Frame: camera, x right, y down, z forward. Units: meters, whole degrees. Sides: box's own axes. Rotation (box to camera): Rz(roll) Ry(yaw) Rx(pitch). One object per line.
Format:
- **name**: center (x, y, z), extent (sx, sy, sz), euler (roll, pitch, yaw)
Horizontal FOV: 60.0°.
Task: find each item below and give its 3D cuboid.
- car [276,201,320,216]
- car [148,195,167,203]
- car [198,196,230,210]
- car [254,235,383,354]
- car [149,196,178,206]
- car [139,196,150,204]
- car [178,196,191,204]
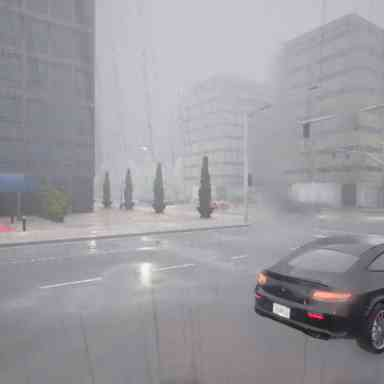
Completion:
- **car**: center (10.267, 1.563, 32.415), extent (1.994, 1.385, 4.181), euler (0, 0, -38)
- **car**: center (-7.333, 1.503, 69.704), extent (1.837, 1.490, 4.892), euler (0, 0, -35)
- **car**: center (2.777, 1.353, 42.815), extent (2.097, 1.767, 4.553), euler (0, 0, -35)
- **car**: center (3.158, 1.526, 6.073), extent (4.674, 1.442, 1.812), euler (0, 0, -35)
- **car**: center (-4.547, 1.564, 53.262), extent (1.994, 1.385, 4.181), euler (0, 0, -35)
- **car**: center (-8.777, 1.564, 65.729), extent (1.994, 1.385, 4.181), euler (0, 0, -35)
- **car**: center (-2.049, 1.526, 62.228), extent (1.812, 1.442, 4.674), euler (0, 0, -35)
